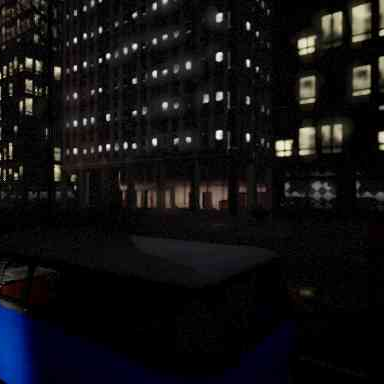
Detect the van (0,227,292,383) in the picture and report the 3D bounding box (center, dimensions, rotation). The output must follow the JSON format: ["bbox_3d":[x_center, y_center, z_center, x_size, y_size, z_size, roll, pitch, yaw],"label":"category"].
[{"bbox_3d":[-0.970,1.349,3.561,3.998,1.788,1.690,0,0,36],"label":"van"}]
